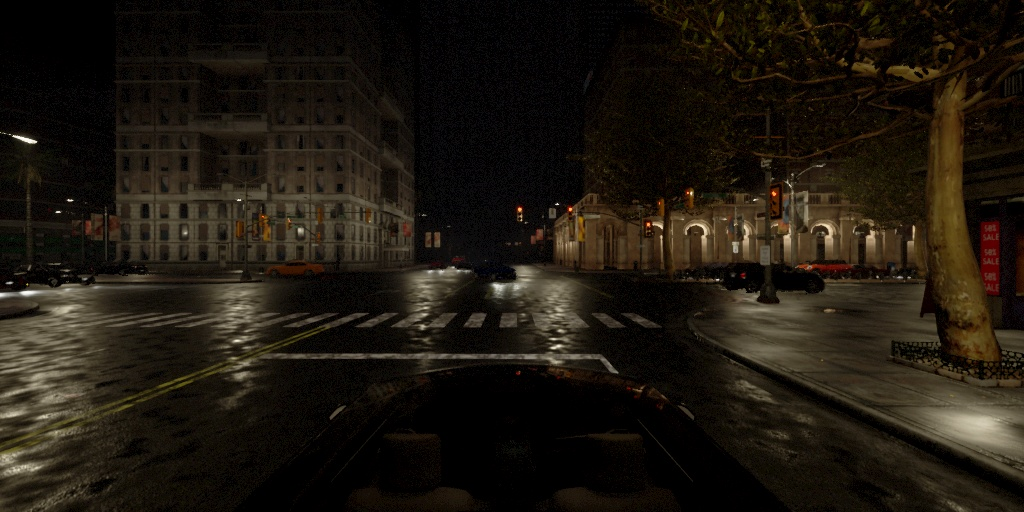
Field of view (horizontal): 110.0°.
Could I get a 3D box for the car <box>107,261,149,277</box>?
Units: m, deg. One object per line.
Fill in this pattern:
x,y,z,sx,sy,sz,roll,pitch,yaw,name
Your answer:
-38.636,1.240,35.136,4.902,1.511,2.128,0,0,1,car

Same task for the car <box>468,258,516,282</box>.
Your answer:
-1.541,1.226,29.566,1.882,1.535,5.008,-1,0,-31,car

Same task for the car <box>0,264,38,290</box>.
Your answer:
-29.798,1.313,19.875,4.181,1.385,1.994,0,0,1,car

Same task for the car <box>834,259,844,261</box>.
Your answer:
29.931,1.101,34.577,4.553,1.767,2.097,0,0,0,car

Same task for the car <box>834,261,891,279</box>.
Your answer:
29.575,1.350,31.082,4.718,1.301,1.895,0,0,1,car

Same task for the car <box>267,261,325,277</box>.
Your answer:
-21.102,1.226,35.135,5.008,1.535,1.882,0,1,-9,car

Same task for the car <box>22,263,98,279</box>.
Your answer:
-39.790,1.313,31.648,4.181,1.385,1.994,0,0,0,car

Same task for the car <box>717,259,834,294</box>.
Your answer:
14.202,1.101,19.570,4.553,1.767,2.097,0,0,2,car

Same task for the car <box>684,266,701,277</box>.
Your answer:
19.642,1.296,34.664,5.357,1.411,2.033,0,0,1,car

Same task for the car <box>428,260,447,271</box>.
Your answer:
-10.480,1.274,50.739,1.812,1.442,4.674,0,0,0,car

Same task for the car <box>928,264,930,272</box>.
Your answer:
40.273,0.970,30.980,5.566,2.045,2.150,0,0,1,car

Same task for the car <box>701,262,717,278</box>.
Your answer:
19.698,1.226,31.163,5.008,1.535,1.882,0,0,0,car

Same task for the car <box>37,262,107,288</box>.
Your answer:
-30.240,1.241,23.386,4.902,1.511,2.128,0,0,1,car

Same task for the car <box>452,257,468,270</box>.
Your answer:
-6.975,1.295,52.537,2.033,1.411,5.357,0,0,0,car

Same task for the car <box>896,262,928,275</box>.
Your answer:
40.491,1.296,34.482,5.357,1.411,2.033,0,0,1,car
